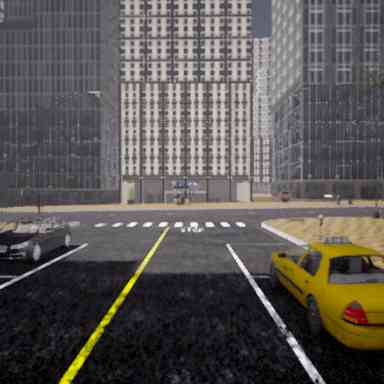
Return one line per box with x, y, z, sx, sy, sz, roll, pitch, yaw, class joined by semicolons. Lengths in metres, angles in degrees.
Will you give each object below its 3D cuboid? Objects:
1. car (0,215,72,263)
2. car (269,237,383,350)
-5.692;1.542;11.811;2.008;1.369;4.403;-1;0;0;car
2.685;1.520;6.419;1.752;1.417;4.829;-1;0;0;car
